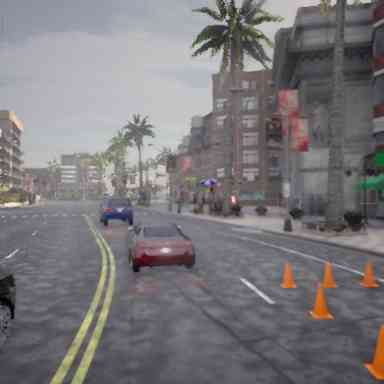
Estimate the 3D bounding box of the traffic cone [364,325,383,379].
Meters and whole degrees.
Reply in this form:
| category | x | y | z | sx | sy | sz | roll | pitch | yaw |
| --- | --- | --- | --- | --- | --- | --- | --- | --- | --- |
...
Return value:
| category | x | y | z | sx | sy | sz | roll | pitch | yaw |
| --- | --- | --- | --- | --- | --- | --- | --- | --- | --- |
| traffic cone | 2.416 | 1.978 | 4.198 | 0.340 | 0.580 | 0.340 | 0 | 0 | -1 |

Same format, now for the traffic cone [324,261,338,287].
| category | x | y | z | sx | sy | sz | roll | pitch | yaw |
| --- | --- | --- | --- | --- | --- | --- | --- | --- | --- |
| traffic cone | 3.365 | 2.007 | 8.210 | 0.340 | 0.580 | 0.340 | 0 | 0 | -1 |

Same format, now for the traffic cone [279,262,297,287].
| category | x | y | z | sx | sy | sz | roll | pitch | yaw |
| --- | --- | --- | --- | --- | --- | --- | --- | --- | --- |
| traffic cone | 2.365 | 2.013 | 8.198 | 0.340 | 0.580 | 0.340 | 0 | 0 | -1 |

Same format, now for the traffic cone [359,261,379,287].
| category | x | y | z | sx | sy | sz | roll | pitch | yaw |
| --- | --- | --- | --- | --- | --- | --- | --- | --- | --- |
| traffic cone | 4.365 | 2.001 | 8.223 | 0.340 | 0.580 | 0.340 | 0 | 0 | -1 |

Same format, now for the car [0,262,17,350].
| category | x | y | z | sx | sy | sz | roll | pitch | yaw |
| --- | --- | --- | --- | --- | --- | --- | --- | --- | --- |
| car | -3.520 | 1.542 | 3.344 | 2.128 | 1.511 | 4.902 | 0 | -1 | -6 |

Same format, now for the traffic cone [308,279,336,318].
| category | x | y | z | sx | sy | sz | roll | pitch | yaw |
| --- | --- | --- | --- | --- | --- | --- | --- | --- | --- |
| traffic cone | 2.391 | 1.996 | 6.198 | 0.340 | 0.580 | 0.340 | 0 | 0 | -1 |

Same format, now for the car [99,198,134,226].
| category | x | y | z | sx | sy | sz | roll | pitch | yaw |
| --- | --- | --- | --- | --- | --- | --- | --- | --- | --- |
| car | -6.043 | 1.477 | 26.412 | 2.150 | 2.045 | 5.566 | 0 | -1 | -19 |

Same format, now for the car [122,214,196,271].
| category | x | y | z | sx | sy | sz | roll | pitch | yaw |
| --- | --- | --- | --- | --- | --- | --- | --- | --- | --- |
| car | -1.237 | 1.670 | 11.486 | 1.994 | 1.385 | 4.181 | 0 | -1 | -14 |
